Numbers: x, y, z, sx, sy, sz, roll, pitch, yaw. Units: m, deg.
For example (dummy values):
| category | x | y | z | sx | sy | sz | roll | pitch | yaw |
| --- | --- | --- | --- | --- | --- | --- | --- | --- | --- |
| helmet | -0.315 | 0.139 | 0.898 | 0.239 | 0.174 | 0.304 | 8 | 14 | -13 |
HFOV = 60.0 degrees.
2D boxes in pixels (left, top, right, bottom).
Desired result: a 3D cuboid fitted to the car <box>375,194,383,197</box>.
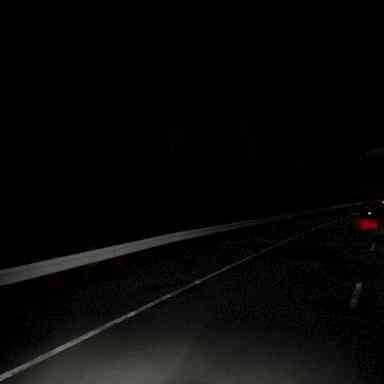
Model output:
| category | x | y | z | sx | sy | sz | roll | pitch | yaw |
| --- | --- | --- | --- | --- | --- | --- | --- | --- | --- |
| car | 22.194 | 1.221 | 38.078 | 2.150 | 2.045 | 5.566 | 0 | 0 | 36 |

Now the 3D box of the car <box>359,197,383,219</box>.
| category | x | y | z | sx | sy | sz | roll | pitch | yaw |
| --- | --- | --- | --- | --- | --- | --- | --- | --- | --- |
| car | 16.120 | 1.505 | 29.556 | 1.837 | 1.490 | 4.892 | 0 | 0 | 35 |
